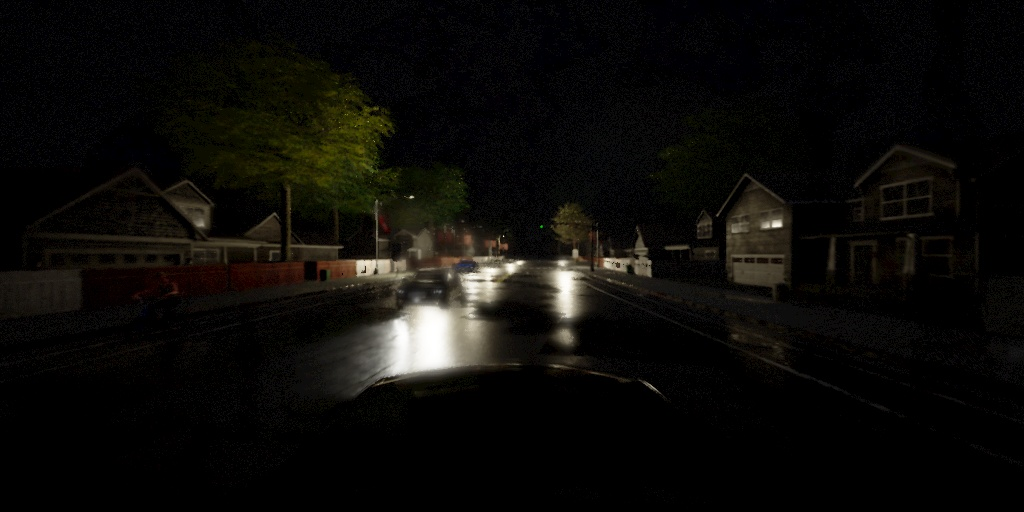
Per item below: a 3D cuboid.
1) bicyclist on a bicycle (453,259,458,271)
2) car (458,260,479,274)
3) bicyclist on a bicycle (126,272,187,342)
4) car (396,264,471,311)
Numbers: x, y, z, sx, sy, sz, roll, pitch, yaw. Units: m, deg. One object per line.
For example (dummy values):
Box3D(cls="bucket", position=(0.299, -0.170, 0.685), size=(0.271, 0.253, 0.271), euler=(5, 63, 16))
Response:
Box3D(cls="bicyclist on a bicycle", position=(-7.123, 1.186, 44.940), size=(0.866, 1.612, 1.509), euler=(0, 0, 4))
Box3D(cls="car", position=(-5.094, 1.228, 41.824), size=(1.882, 1.535, 5.008), euler=(0, 0, 4))
Box3D(cls="bicyclist on a bicycle", position=(-8.710, 1.195, 8.843), size=(0.866, 1.612, 1.509), euler=(0, 0, 1))
Box3D(cls="car", position=(-3.212, 1.253, 14.713), size=(2.128, 1.511, 4.902), euler=(0, 0, 1))
